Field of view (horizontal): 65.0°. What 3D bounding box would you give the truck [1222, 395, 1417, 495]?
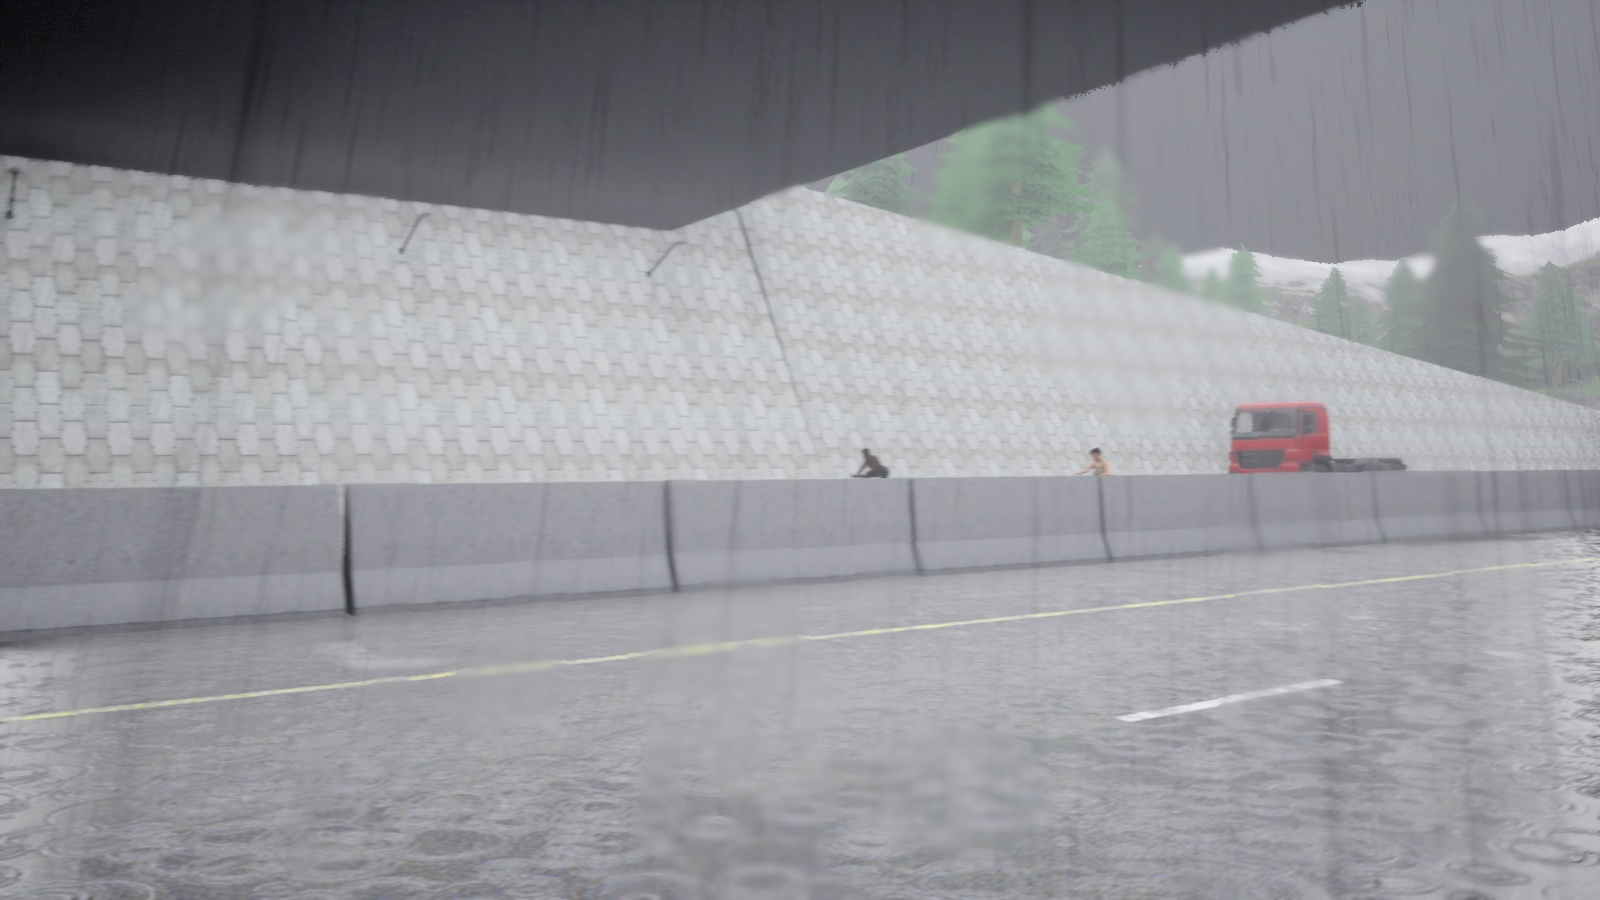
[{"bbox_3d":[19.548,-0.161,47.067,7.936,3.462,2.891,0,0,-35],"label":"truck"}]
